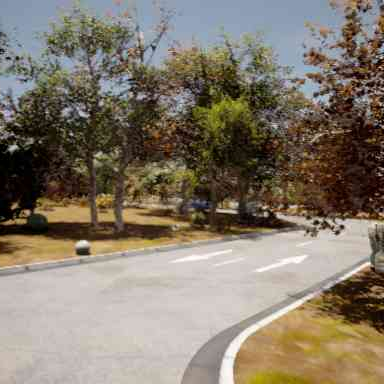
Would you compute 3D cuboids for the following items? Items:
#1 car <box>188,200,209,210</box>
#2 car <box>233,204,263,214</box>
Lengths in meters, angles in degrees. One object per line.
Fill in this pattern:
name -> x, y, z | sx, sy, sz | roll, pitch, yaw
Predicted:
car -> 0.542, 1.972, 53.160 | 5.008, 1.535, 1.882 | 2, -1, 41
car -> 7.862, 2.324, 46.703 | 4.181, 1.385, 1.994 | 2, -1, 42
